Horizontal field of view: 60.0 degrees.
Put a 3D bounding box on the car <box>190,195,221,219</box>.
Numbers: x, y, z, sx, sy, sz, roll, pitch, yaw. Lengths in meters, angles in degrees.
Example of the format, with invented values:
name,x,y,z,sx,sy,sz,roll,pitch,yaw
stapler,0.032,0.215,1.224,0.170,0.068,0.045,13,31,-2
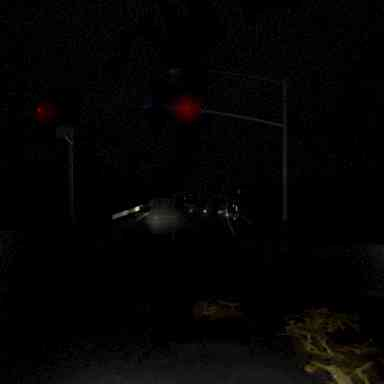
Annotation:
name,x,y,z,sx,sy,sz,roll,pitch,yaw
car,1.157,1.330,27.418,1.994,1.385,4.181,0,3,5

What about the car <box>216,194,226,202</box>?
name,x,y,z,sx,sy,sz,roll,pitch,yaw
car,4.772,1.079,58.286,1.812,1.442,4.674,0,-2,7

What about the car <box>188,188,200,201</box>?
name,x,y,z,sx,sy,sz,roll,pitch,yaw
car,-0.622,0.482,44.567,2.150,2.045,5.566,0,0,7

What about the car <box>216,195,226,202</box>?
name,x,y,z,sx,sy,sz,roll,pitch,yaw
car,5.993,1.325,68.381,1.882,1.535,5.008,0,-1,6

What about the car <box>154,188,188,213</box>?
name,x,y,z,sx,sy,sz,roll,pitch,yaw
car,-2.055,0.797,31.540,2.150,2.045,5.566,0,3,6
